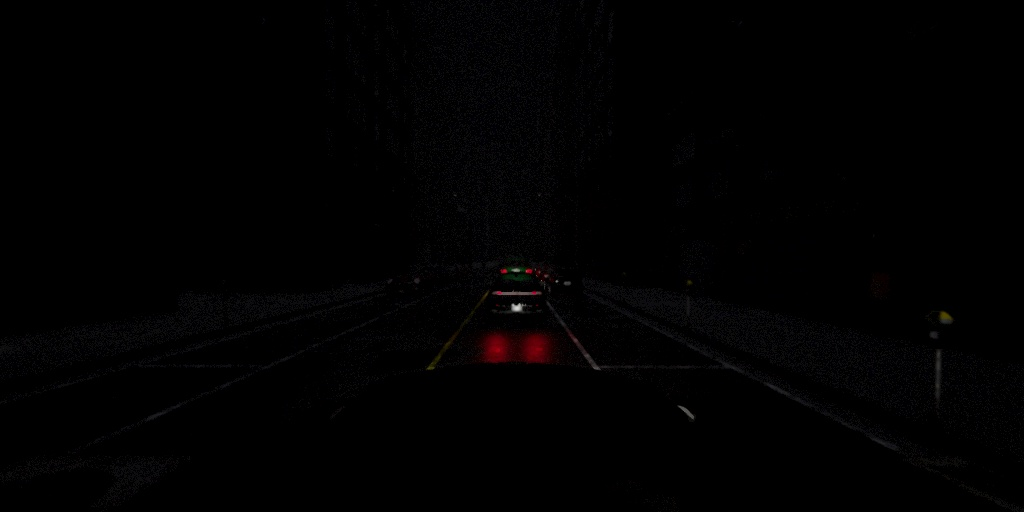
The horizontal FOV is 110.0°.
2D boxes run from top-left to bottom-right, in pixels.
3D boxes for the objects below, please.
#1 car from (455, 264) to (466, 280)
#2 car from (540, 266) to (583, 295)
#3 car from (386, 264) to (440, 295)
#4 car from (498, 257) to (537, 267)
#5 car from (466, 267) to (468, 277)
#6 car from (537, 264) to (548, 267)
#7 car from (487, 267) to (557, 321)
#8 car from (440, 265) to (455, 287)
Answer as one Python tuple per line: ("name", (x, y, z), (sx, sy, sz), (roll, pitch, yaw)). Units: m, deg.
("car", (-5.600, 1.493, 31.452), (2.007, 1.370, 4.403), (0, 0, 0))
("car", (2.862, 1.436, 20.394), (1.948, 1.339, 4.313), (0, 0, 0))
("car", (-5.663, 1.309, 20.442), (1.967, 1.591, 4.097), (0, 0, 0))
("car", (0.231, 1.120, 24.623), (2.150, 2.045, 5.566), (0, 0, -1))
("car", (-5.568, 1.524, 36.958), (1.888, 1.381, 4.507), (0, 0, 0))
("car", (2.894, 1.452, 25.898), (1.888, 1.381, 4.507), (0, 0, 0))
("car", (0.156, 1.309, 12.658), (2.128, 1.511, 4.902), (0, -1, 0))
("car", (-5.632, 1.471, 25.948), (1.948, 1.339, 4.313), (0, 0, 0))
